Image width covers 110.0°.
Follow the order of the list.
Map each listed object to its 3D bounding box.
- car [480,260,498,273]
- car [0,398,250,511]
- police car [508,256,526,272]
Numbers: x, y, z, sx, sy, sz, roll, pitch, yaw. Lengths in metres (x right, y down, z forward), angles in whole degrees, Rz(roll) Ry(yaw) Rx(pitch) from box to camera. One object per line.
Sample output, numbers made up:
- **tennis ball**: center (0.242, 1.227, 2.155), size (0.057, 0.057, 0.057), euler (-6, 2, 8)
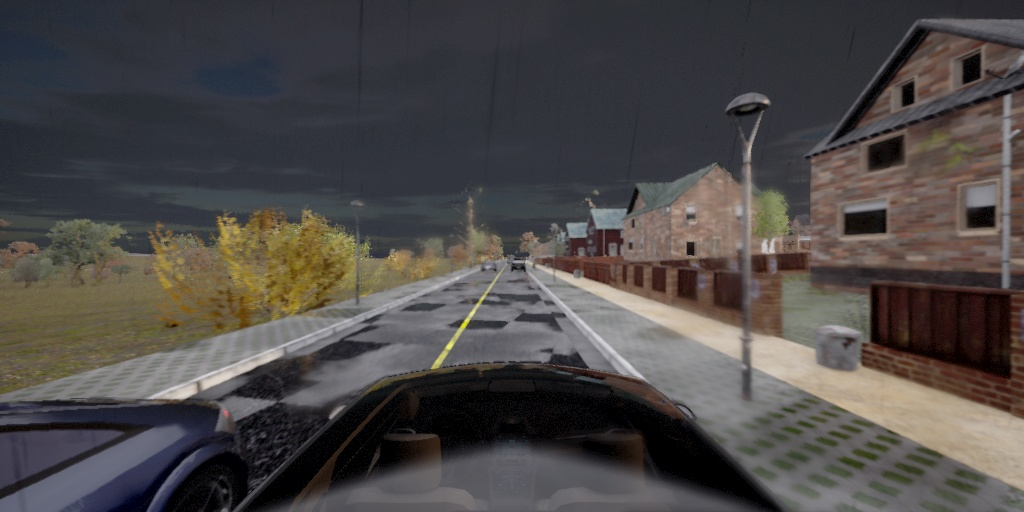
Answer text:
- **car**: center (-2.842, 1.249, 44.968), size (2.128, 1.511, 4.902), euler (0, 0, 0)
- **car**: center (-2.851, 1.314, 0.801), size (1.994, 1.385, 4.181), euler (0, 0, 0)
- **police car**: center (0.807, 1.182, 45.676), size (1.930, 1.638, 5.238), euler (0, 0, 0)
